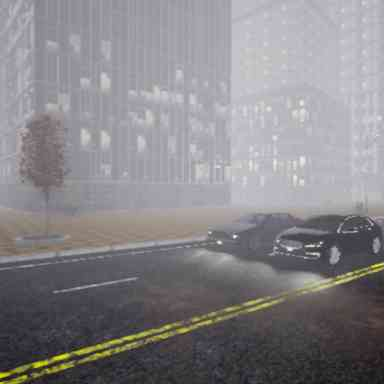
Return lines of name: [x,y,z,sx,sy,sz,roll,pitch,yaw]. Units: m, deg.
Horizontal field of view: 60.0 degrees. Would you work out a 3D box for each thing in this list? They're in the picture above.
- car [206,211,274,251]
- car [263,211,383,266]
car: [3.145,1.543,14.371,5.357,1.411,2.033,0,0,-38]
car: [4.897,1.503,11.639,4.892,1.490,1.837,0,0,-38]
